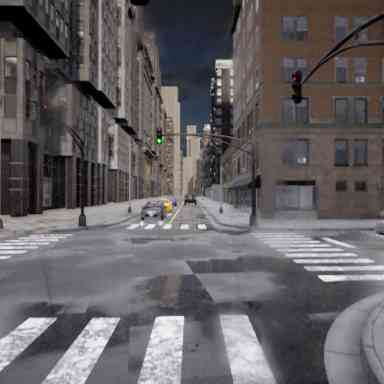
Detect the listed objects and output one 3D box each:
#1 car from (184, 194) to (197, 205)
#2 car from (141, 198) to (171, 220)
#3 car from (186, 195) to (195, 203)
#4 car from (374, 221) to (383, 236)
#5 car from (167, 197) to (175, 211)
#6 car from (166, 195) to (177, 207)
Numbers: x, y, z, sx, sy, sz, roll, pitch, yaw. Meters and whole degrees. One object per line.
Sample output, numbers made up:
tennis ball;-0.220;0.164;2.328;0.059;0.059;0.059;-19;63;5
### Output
car;-0.283;1.281;59.418;2.150;2.045;5.566;0;0;0
car;-3.226;1.535;28.550;2.128;1.511;4.902;0;0;-1
car;-0.332;1.415;69.812;1.812;1.442;4.674;0;0;0
car;10.861;1.555;14.887;4.718;1.301;1.895;0;-1;-1
car;-3.275;1.529;38.093;1.882;1.535;5.008;0;0;0
car;-3.330;1.536;52.466;1.882;1.535;5.008;0;0;0
